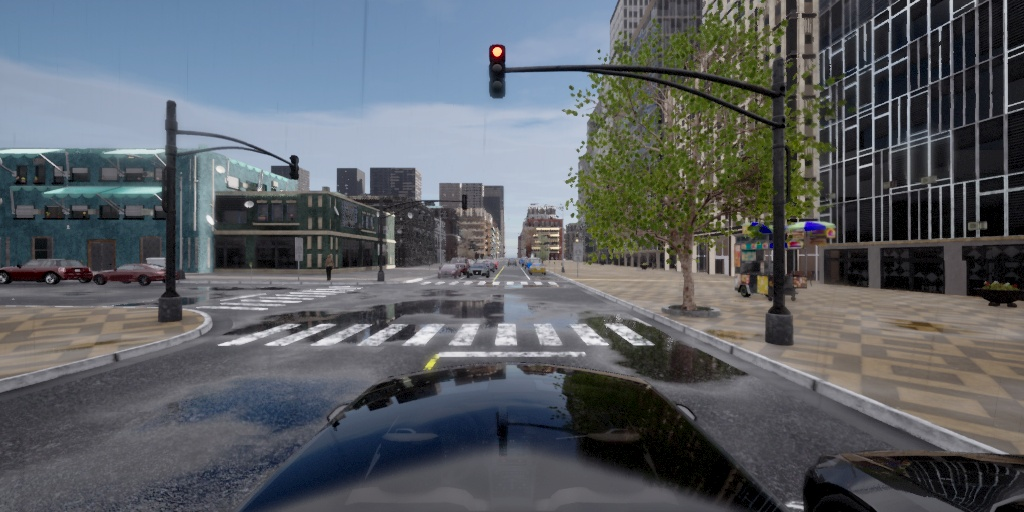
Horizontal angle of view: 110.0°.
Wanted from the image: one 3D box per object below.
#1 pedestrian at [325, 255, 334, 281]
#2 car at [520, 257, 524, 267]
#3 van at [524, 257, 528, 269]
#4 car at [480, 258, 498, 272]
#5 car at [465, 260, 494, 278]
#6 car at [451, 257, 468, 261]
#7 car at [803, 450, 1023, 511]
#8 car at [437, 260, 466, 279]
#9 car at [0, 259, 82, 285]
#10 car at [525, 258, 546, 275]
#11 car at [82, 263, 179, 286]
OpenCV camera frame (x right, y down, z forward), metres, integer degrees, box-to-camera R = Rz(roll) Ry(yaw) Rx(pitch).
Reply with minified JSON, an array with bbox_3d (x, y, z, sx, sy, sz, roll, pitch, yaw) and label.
[{"bbox_3d":[-12.742,0.788,24.916,0.375,1.860,0.375,0,-1,-1],"label":"pedestrian"},{"bbox_3d":[2.706,1.305,55.113,2.007,1.370,4.403,0,0,0],"label":"car"},{"bbox_3d":[2.703,1.094,44.011,1.690,1.789,3.998,0,0,0],"label":"van"},{"bbox_3d":[-3.086,1.317,43.782,1.994,1.385,4.181,0,0,0],"label":"car"},{"bbox_3d":[-3.089,1.316,33.733,1.994,1.385,4.181,0,0,0],"label":"car"},{"bbox_3d":[-5.679,1.067,38.460,2.192,1.841,5.009,0,0,0],"label":"car"},{"bbox_3d":[2.691,1.316,0.431,1.948,1.339,4.313,0,0,0],"label":"car"},{"bbox_3d":[-5.680,1.334,32.909,1.802,1.307,4.207,0,0,0],"label":"car"},{"bbox_3d":[-28.363,0.879,21.751,4.097,1.591,1.967,0,0,-1],"label":"car"},{"bbox_3d":[2.702,1.278,38.630,1.751,1.417,4.829,0,0,0],"label":"car"},{"bbox_3d":[-22.815,1.090,21.828,4.207,1.307,1.802,0,0,-1],"label":"car"}]
